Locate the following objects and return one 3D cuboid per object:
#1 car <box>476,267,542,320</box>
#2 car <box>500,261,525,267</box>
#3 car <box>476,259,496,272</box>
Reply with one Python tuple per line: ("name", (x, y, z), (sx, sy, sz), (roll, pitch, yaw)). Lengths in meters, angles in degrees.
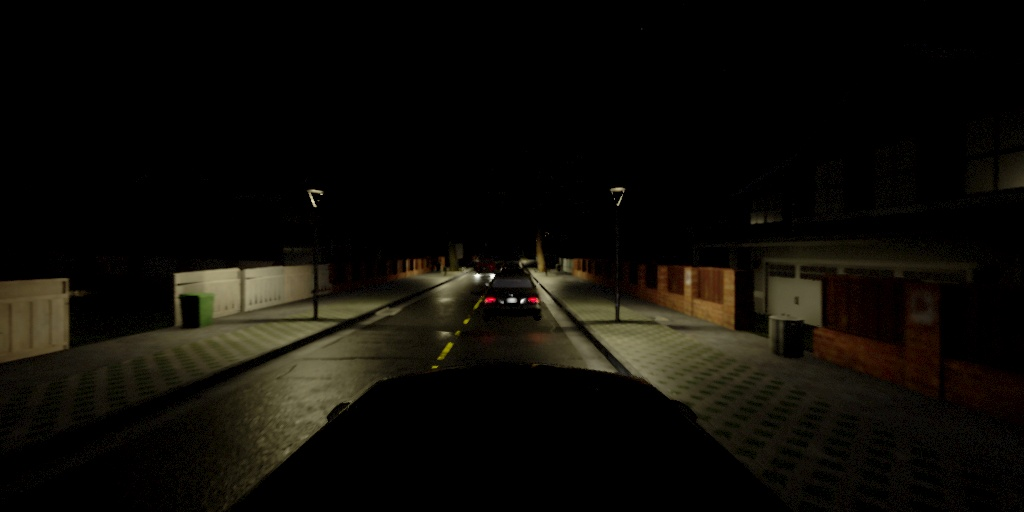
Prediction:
("car", (0.014, 1.273, 12.449), (2.033, 1.411, 5.357), (0, 0, 0))
("car", (0.026, 1.122, 29.611), (2.128, 1.511, 4.902), (0, 0, 0))
("car", (-2.832, 1.033, 39.148), (1.882, 1.535, 5.008), (0, 0, 0))
